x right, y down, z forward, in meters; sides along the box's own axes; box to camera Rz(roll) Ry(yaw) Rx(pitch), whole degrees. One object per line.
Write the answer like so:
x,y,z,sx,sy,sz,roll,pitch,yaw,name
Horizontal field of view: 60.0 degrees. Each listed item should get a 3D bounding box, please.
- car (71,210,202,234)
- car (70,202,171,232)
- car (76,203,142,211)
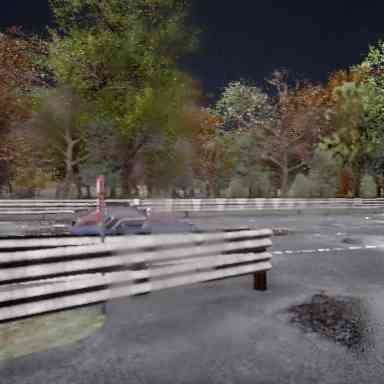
-1.953,1.496,12.224,4.718,1.301,1.895,0,1,-17,car
-4.025,1.328,18.907,5.357,1.411,2.033,0,1,-17,car
-2.996,1.363,15.563,4.674,1.442,1.812,0,1,-17,car
